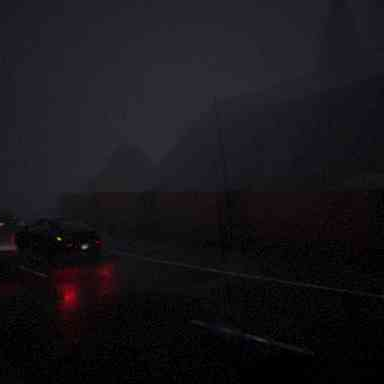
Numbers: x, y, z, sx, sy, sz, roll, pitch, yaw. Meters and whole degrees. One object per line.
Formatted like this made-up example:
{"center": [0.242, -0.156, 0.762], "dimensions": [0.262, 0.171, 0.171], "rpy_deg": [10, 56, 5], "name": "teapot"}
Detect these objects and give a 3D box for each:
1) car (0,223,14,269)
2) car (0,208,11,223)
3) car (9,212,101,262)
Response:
{"center": [-7.385, 1.668, 9.957], "dimensions": [5.357, 1.411, 2.033], "rpy_deg": [-1, -1, 45], "name": "car"}
{"center": [-12.665, 1.768, 21.865], "dimensions": [1.812, 1.442, 4.674], "rpy_deg": [0, 0, -33], "name": "car"}
{"center": [-5.202, 1.653, 12.745], "dimensions": [1.812, 1.442, 4.674], "rpy_deg": [0, 0, -45], "name": "car"}
